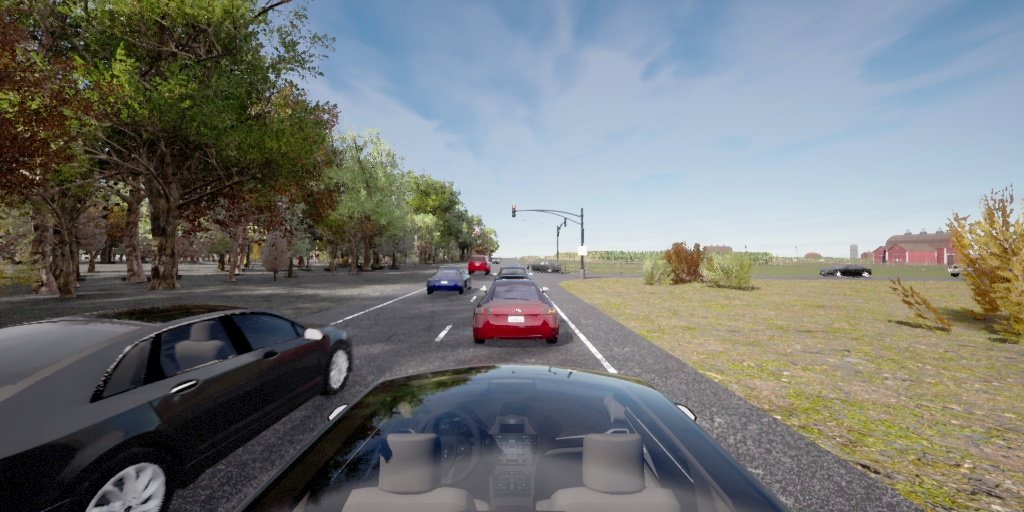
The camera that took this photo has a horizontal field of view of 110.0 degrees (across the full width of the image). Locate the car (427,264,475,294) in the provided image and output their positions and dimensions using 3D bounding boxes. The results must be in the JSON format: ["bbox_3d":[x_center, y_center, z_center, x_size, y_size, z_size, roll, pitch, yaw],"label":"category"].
[{"bbox_3d":[-3.462,1.318,20.268,1.994,1.385,4.181,0,0,0],"label":"car"}]

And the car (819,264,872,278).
[{"bbox_3d":[38.052,1.702,40.987,5.008,1.535,1.882,1,-1,0],"label":"car"}]

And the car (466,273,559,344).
[{"bbox_3d":[0.075,1.316,9.638,1.994,1.385,4.181,0,0,0],"label":"car"}]

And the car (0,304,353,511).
[{"bbox_3d":[-3.404,1.254,3.708,1.837,1.490,4.892,0,0,0],"label":"car"}]

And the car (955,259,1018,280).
[{"bbox_3d":[50.587,1.522,37.372,5.566,2.045,2.150,1,-1,1],"label":"car"}]

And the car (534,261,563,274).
[{"bbox_3d":[3.994,1.341,44.788,4.902,1.511,2.128,3,2,38],"label":"car"}]

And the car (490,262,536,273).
[{"bbox_3d":[0.049,1.259,18.550,1.837,1.490,4.892,0,0,0],"label":"car"}]

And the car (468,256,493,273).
[{"bbox_3d":[-3.531,0.979,39.291,2.150,2.045,5.566,0,0,0],"label":"car"}]

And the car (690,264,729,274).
[{"bbox_3d":[22.505,1.618,41.011,4.181,1.385,1.994,1,-1,0],"label":"car"}]
